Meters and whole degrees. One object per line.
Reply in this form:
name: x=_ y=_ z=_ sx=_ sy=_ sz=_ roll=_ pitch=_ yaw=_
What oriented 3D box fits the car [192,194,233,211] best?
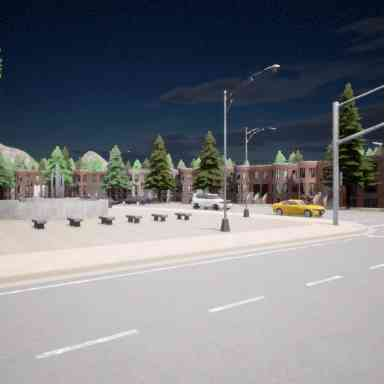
car: x=2.353 y=1.220 z=40.603 sx=2.150 sy=2.045 sz=5.566 roll=0 pitch=0 yaw=-42

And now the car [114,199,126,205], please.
car: x=-14.327 y=1.548 z=55.479 sx=5.357 sy=1.411 sz=2.033 roll=0 pitch=0 yaw=18

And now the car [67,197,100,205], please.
car: x=-19.742 y=1.547 z=60.382 sx=5.357 sy=1.411 sz=2.033 roll=0 pitch=0 yaw=9

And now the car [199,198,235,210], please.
car: x=3.287 y=1.526 z=44.563 sx=1.812 sy=1.442 sz=4.674 roll=0 pitch=0 yaw=-45

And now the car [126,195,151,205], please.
car: x=-10.071 y=1.505 z=57.567 sx=4.892 sy=1.490 sz=1.837 roll=0 pitch=0 yaw=22

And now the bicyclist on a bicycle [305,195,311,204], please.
bicyclist on a bicycle: x=16.257 y=1.303 z=46.652 sx=1.656 sy=1.620 sz=0.582 roll=0 pitch=0 yaw=-37

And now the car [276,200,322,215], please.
car: x=11.143 y=1.564 z=34.889 sx=1.994 sy=1.385 sz=4.181 roll=0 pitch=0 yaw=-37

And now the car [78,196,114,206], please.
car: x=-15.576 y=1.547 z=52.217 sx=5.357 sy=1.411 sz=2.033 roll=0 pitch=0 yaw=18

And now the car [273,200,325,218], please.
car: x=9.824 y=1.478 z=30.816 sx=1.882 sy=1.535 sz=5.008 roll=0 pitch=0 yaw=-37

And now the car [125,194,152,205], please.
car: x=-9.826 y=1.352 z=61.188 sx=4.553 sy=1.767 sz=2.097 roll=0 pitch=0 yaw=21

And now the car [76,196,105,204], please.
car: x=-19.439 y=1.491 z=63.892 sx=4.902 sy=1.511 sz=2.128 roll=0 pitch=0 yaw=7
